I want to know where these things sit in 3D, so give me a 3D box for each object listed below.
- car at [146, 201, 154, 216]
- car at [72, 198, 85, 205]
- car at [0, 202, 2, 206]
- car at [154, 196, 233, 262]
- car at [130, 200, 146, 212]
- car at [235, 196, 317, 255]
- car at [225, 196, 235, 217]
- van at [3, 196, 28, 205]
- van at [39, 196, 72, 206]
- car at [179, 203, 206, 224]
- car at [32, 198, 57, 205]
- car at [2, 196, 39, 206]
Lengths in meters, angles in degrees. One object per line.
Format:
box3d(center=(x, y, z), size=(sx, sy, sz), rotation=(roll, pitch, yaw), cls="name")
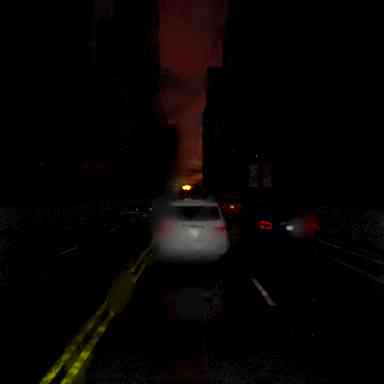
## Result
box3d(center=(-3.341, 1.698, 34.790), size=(1.812, 1.442, 4.674), rotation=(0, 0, 0), cls="car")
box3d(center=(-23.567, 1.877, 65.973), size=(4.403, 1.369, 2.008), rotation=(0, 0, 0), cls="car")
box3d(center=(-34.918, 1.832, 57.445), size=(4.206, 1.307, 1.802), rotation=(0, 0, 0), cls="car")
box3d(center=(0.068, 1.285, 12.433), size=(2.150, 2.045, 5.566), rotation=(0, 0, 0), cls="car")
box3d(center=(-6.563, 1.758, 42.352), size=(2.033, 1.411, 5.357), rotation=(0, 0, 0), cls="car")
box3d(center=(3.326, 1.293, 13.836), size=(2.150, 2.045, 5.566), rotation=(0, 0, 0), cls="car")
box3d(center=(3.337, 1.369, 30.313), size=(2.150, 2.045, 5.566), rotation=(0, -1, 0), cls="car")
box3d(center=(-34.923, 1.659, 65.972), size=(3.998, 1.788, 1.690), rotation=(0, 0, 0), cls="van")
box3d(center=(-23.563, 1.599, 57.451), size=(3.998, 1.788, 1.690), rotation=(0, 0, 0), cls="van")
box3d(center=(0.068, 1.683, 27.230), size=(2.033, 1.411, 5.357), rotation=(0, 0, 0), cls="car")
box3d(center=(-29.245, 1.904, 65.972), size=(4.206, 1.307, 1.802), rotation=(0, 0, 0), cls="car")
box3d(center=(-29.240, 1.569, 57.449), size=(5.009, 1.841, 2.192), rotation=(0, 0, 0), cls="car")
